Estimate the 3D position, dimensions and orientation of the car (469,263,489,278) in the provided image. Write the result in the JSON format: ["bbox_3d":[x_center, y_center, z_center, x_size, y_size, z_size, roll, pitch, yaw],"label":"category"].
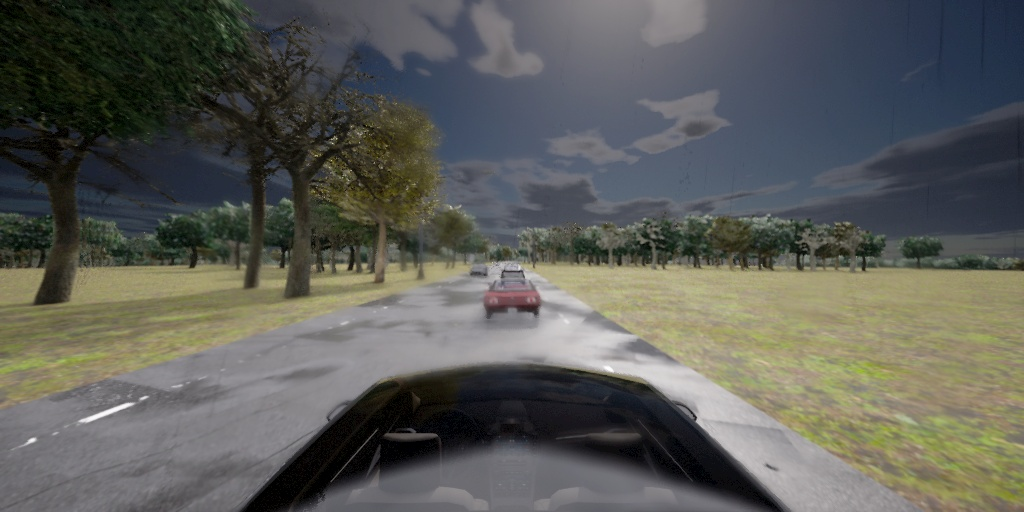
[{"bbox_3d":[-3.542,1.562,39.081,1.837,1.490,4.892,0,0,-1],"label":"car"}]

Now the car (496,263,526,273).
[{"bbox_3d":[0.068,1.490,29.130,2.128,1.511,4.902,0,0,1],"label":"car"}]

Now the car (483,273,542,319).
[{"bbox_3d":[0.043,1.471,13.516,1.895,1.301,4.718,0,-1,1],"label":"car"}]
